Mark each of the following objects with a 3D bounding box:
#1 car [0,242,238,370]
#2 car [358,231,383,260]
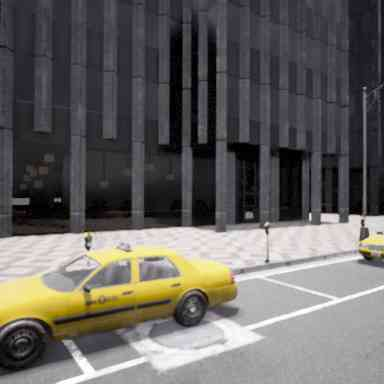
[{"bbox_3d":[-1.413,1.579,5.695,4.829,1.417,1.752,1,-1,-33],"label":"car"},{"bbox_3d":[7.913,1.712,12.097,4.829,1.417,1.752,1,-1,-34],"label":"car"}]
